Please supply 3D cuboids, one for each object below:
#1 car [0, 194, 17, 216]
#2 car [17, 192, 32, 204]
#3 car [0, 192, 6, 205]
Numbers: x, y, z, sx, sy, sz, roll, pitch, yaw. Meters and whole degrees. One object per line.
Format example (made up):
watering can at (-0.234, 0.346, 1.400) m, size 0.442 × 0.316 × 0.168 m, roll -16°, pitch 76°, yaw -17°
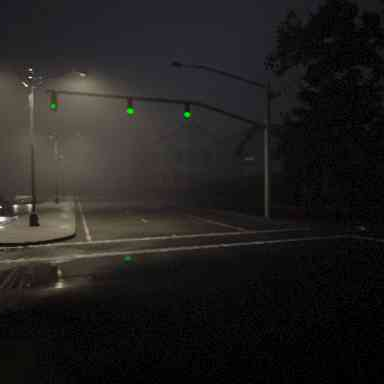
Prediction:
car at (-15.519, 1.057, 26.389) m, size 1.812 × 1.442 × 4.674 m, roll -1°, pitch 2°, yaw -19°
car at (-21.014, 0.744, 41.910) m, size 1.812 × 1.442 × 4.674 m, roll -1°, pitch 2°, yaw -19°
car at (-23.948, 0.797, 39.696) m, size 2.128 × 1.511 × 4.902 m, roll -1°, pitch 2°, yaw -19°
